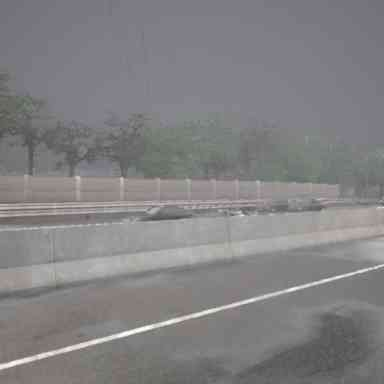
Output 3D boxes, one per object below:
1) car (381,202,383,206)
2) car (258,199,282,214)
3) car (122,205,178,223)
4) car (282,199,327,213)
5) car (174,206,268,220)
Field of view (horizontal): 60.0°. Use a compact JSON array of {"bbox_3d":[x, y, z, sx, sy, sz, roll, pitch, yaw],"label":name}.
[{"bbox_3d":[31.791,1.608,51.964,5.357,1.411,2.033,0,0,-34],"label":"car"},{"bbox_3d":[8.855,1.510,35.107,4.892,1.490,1.837,0,0,-38],"label":"car"},{"bbox_3d":[-1.833,1.524,19.862,4.674,1.442,1.812,0,0,-35],"label":"car"},{"bbox_3d":[11.694,1.512,33.671,4.892,1.490,1.837,0,0,-35],"label":"car"},{"bbox_3d":[1.639,1.599,18.036,4.718,1.301,1.895,0,0,-35],"label":"car"}]
